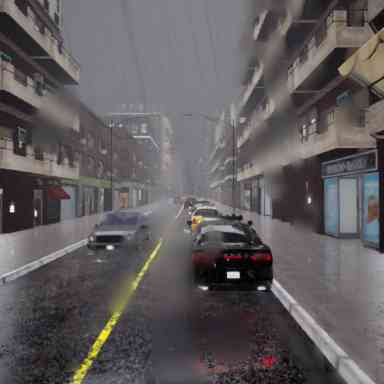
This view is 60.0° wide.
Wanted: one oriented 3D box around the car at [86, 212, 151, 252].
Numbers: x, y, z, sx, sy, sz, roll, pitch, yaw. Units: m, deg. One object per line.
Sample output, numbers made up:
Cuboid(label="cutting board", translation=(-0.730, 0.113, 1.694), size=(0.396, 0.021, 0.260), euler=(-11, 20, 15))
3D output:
Cuboid(label="car", translation=(-2.873, 1.570, 14.323), size=(2.033, 1.411, 5.357), euler=(0, 0, 0))

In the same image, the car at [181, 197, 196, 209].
Cuboid(label="car", translation=(-0.050, 1.504, 47.599), size=(2.097, 1.767, 4.553), euler=(0, 0, 0))

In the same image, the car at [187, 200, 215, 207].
Cuboid(label="car", translation=(0.795, 1.494, 19.221), size=(1.801, 1.575, 5.366), euler=(0, 0, 0))

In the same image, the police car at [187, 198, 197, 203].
Cuboid(label="police car", translation=(0.785, 1.485, 25.141), size=(1.930, 1.638, 5.238), euler=(0, 0, 0))

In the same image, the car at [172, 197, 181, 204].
Cuboid(label="car", translation=(-2.861, 1.763, 67.922), size=(1.812, 1.442, 4.674), euler=(0, 0, 0))

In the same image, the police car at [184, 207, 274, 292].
Cuboid(label="police car", translation=(0.812, 1.437, 9.138), size=(1.930, 1.638, 5.238), euler=(0, 0, 0))
